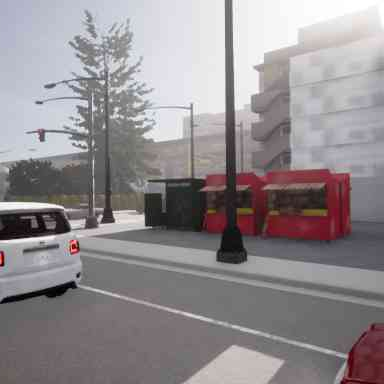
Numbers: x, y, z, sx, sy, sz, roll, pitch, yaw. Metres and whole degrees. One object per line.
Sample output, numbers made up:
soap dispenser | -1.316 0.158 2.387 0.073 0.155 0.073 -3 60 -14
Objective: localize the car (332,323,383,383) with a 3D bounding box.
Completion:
car | 3.232 1.601 1.679 4.718 1.301 1.895 0 0 35

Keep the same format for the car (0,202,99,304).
car | -4.784 1.234 7.361 5.566 2.045 2.150 0 0 36

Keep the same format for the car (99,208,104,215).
car | -10.122 1.732 29.407 1.895 1.301 4.718 -1 -1 36

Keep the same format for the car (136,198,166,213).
car | -4.161 1.482 37.621 2.097 1.767 4.553 -1 -1 36
